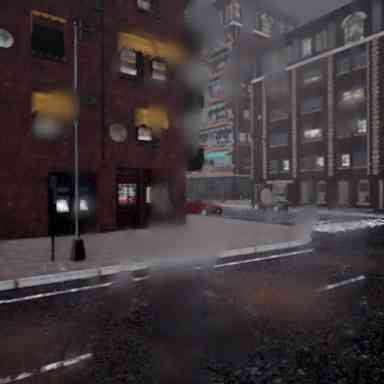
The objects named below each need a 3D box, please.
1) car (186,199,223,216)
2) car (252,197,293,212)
[{"bbox_3d":[0.818,1.287,28.777,1.887,1.381,4.507,0,1,-36],"label":"car"},{"bbox_3d":[7.973,1.224,33.263,2.008,1.369,4.403,0,1,-36],"label":"car"}]
